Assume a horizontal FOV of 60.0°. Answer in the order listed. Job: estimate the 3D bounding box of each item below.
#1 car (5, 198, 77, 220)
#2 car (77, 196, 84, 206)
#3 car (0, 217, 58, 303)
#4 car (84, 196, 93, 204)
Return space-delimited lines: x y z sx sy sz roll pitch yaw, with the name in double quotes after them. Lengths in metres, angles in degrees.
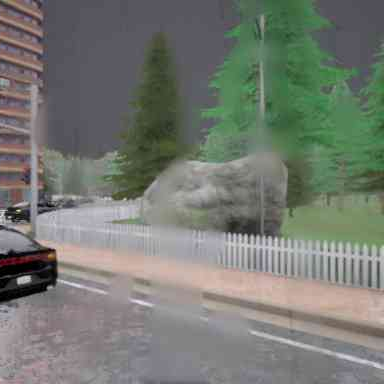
-11.172 1.441 24.543 1.837 1.490 4.892 -1 0 25 "car"
-16.348 1.481 42.731 2.033 1.411 5.357 0 0 6 "car"
-5.111 1.475 7.611 5.008 1.535 1.882 0 0 36 "car"
-19.203 1.478 60.820 2.033 1.411 5.357 0 0 -24 "car"
